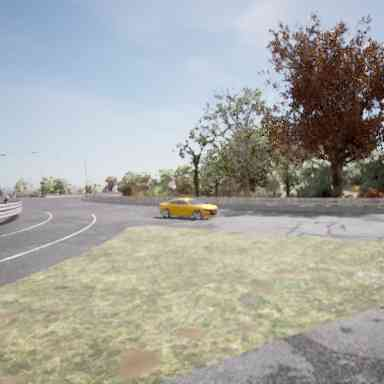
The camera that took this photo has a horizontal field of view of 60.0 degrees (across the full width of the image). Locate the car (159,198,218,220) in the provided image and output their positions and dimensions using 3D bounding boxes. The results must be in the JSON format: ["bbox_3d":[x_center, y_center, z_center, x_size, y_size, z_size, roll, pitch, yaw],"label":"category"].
[{"bbox_3d":[-0.346,1.230,25.698,5.008,1.535,1.882,0,1,37],"label":"car"}]
